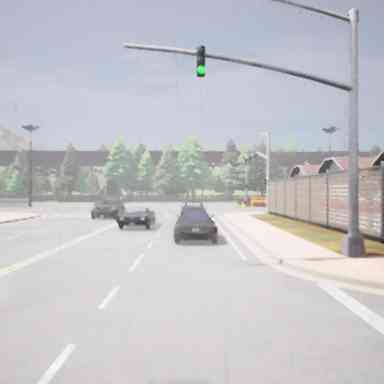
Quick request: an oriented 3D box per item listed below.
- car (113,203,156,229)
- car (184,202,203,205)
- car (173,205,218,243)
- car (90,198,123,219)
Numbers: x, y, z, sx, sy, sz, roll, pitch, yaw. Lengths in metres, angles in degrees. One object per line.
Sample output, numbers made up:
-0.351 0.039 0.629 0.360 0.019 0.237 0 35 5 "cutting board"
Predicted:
-3.398 1.566 21.173 1.895 1.301 4.718 0 0 0 "car"
0.120 1.451 24.756 2.128 1.511 4.902 0 0 1 "car"
0.148 1.538 15.853 1.994 1.385 4.181 0 0 -1 "car"
-6.997 1.309 28.140 2.097 1.767 4.553 0 0 0 "car"
